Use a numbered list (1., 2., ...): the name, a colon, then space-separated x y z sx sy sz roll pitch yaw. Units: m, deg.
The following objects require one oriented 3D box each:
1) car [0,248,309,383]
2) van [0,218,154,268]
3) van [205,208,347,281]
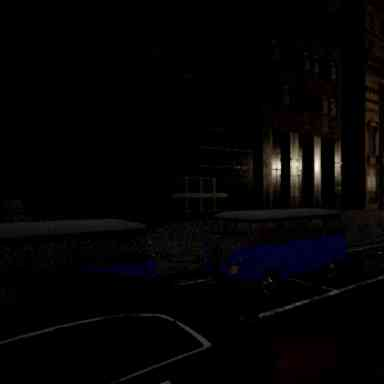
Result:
1. car: -1.488 1.505 2.316 4.892 1.490 1.837 0 0 -35
2. van: -2.468 1.338 4.887 3.998 1.788 1.690 0 0 -36
3. van: 2.106 1.311 8.151 3.998 1.788 1.690 0 0 -36
